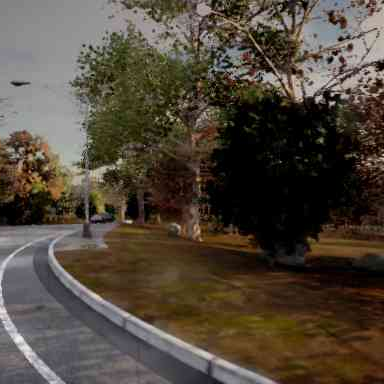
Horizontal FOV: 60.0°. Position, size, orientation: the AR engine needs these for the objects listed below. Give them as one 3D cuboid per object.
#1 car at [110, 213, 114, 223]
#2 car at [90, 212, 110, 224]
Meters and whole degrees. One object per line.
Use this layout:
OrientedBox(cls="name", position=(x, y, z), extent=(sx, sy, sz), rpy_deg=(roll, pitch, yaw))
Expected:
OrientedBox(cls="car", position=(-16.243, 4.996, 63.925), extent=(2.150, 2.045, 5.566), rpy_deg=(0, -5, -7))
OrientedBox(cls="car", position=(-14.299, 4.162, 50.754), extent=(2.033, 1.411, 5.357), rpy_deg=(0, -5, -8))
